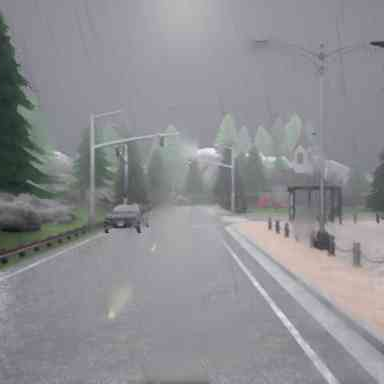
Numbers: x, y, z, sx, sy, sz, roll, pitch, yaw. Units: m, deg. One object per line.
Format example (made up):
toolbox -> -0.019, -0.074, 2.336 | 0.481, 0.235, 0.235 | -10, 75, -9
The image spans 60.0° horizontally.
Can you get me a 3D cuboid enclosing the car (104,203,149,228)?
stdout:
car -> -3.511, 1.323, 18.715 | 1.882, 1.535, 5.008 | 0, -1, 0
